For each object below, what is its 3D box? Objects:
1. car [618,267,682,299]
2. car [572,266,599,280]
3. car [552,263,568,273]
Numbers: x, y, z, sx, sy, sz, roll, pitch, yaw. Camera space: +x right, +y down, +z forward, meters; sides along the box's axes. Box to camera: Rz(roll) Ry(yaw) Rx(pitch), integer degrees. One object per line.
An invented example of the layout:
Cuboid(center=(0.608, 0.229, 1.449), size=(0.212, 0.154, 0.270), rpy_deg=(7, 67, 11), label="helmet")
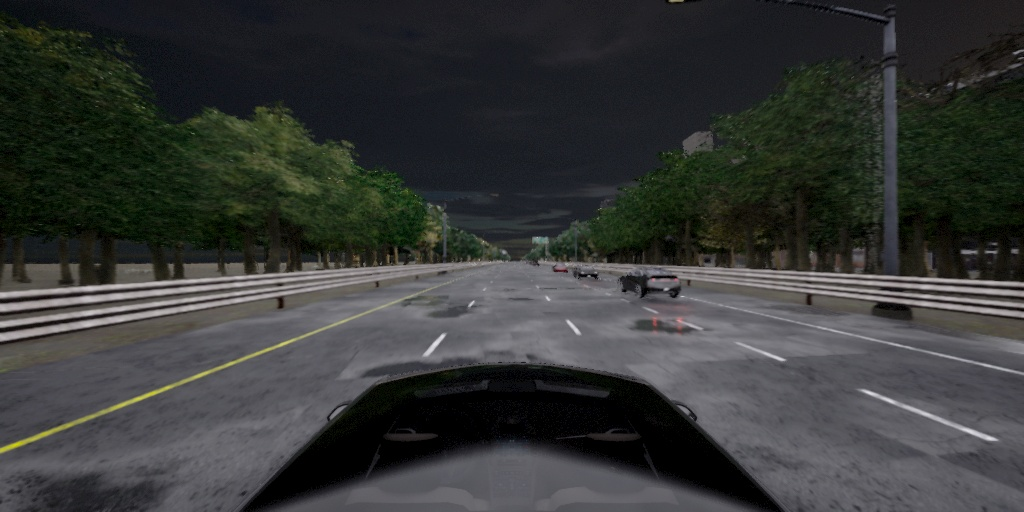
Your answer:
Cuboid(center=(7.009, 1.329, 18.708), size=(2.128, 1.511, 4.902), rpy_deg=(0, 0, 0), label="car")
Cuboid(center=(7.047, 1.591, 34.997), size=(1.895, 1.301, 4.718), rpy_deg=(0, -1, 0), label="car")
Cuboid(center=(7.129, 1.782, 53.899), size=(1.994, 1.385, 4.181), rpy_deg=(0, -1, 0), label="car")
